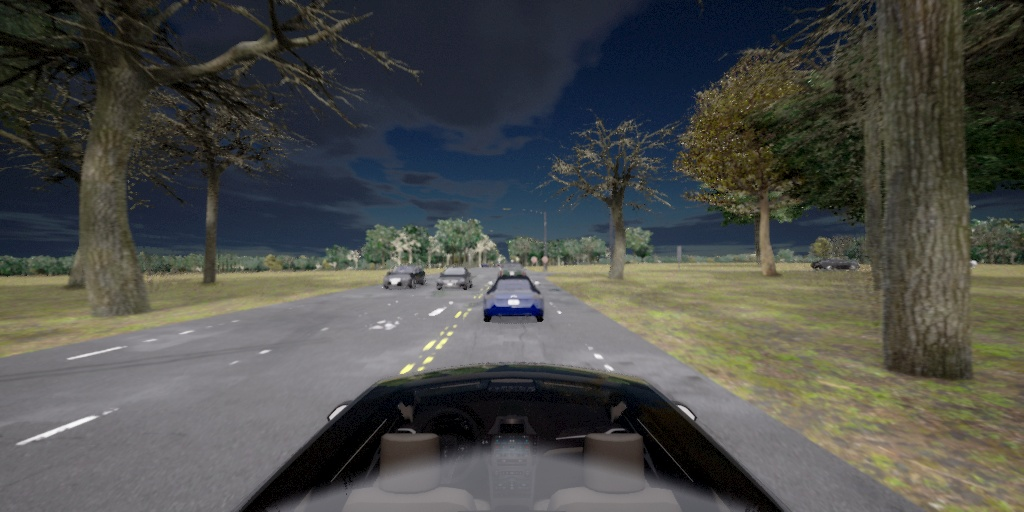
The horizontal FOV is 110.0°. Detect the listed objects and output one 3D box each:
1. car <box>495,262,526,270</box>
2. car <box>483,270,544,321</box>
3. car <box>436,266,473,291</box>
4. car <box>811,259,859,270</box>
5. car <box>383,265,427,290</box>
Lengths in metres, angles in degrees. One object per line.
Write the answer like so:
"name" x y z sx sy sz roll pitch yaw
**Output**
"car" 0.031 1.257 27.542 2.097 1.767 4.553 0 0 0
"car" 0.058 1.381 12.843 1.994 1.385 4.181 0 0 0
"car" -3.604 1.409 23.243 1.812 1.442 4.674 0 0 0
"car" 40.141 1.053 44.680 4.892 1.490 1.837 -1 -2 0
"car" -7.100 1.384 24.153 2.128 1.511 4.902 0 0 0
